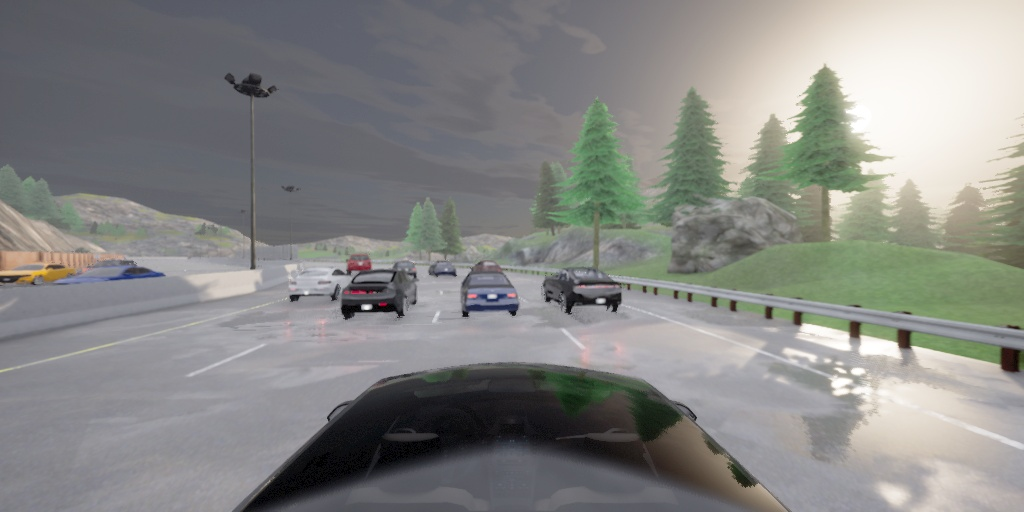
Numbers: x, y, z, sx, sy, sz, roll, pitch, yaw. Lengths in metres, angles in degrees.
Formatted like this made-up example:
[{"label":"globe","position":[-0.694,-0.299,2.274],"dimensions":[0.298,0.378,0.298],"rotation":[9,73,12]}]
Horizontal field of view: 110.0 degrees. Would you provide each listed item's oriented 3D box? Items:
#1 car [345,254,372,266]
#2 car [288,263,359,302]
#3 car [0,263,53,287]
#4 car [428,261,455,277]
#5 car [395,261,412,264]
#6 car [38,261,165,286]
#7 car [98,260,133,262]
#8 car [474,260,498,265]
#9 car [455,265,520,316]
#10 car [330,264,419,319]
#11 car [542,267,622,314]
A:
[{"label":"car","position":[-15.477,0.843,36.182],"dimensions":[2.150,2.045,5.566],"rotation":[0,0,-27]},{"label":"car","position":[-8.756,1.229,16.730],"dimensions":[1.812,1.442,4.674],"rotation":[0,0,-11]},{"label":"car","position":[-33.586,1.248,25.388],"dimensions":[1.882,1.535,5.008],"rotation":[0,0,-24]},{"label":"car","position":[-6.464,1.161,32.974],"dimensions":[1.994,1.385,4.181],"rotation":[0,0,-22]},{"label":"car","position":[-9.542,1.167,31.564],"dimensions":[2.033,1.411,5.357],"rotation":[0,0,-22]},{"label":"car","position":[-19.986,1.227,18.057],"dimensions":[1.882,1.535,5.008],"rotation":[0,0,-15]},{"label":"car","position":[-30.688,1.096,27.463],"dimensions":[2.097,1.767,4.553],"rotation":[0,0,-25]},{"label":"car","position":[-2.271,1.109,31.903],"dimensions":[1.812,1.442,4.674],"rotation":[0,0,-19]},{"label":"car","position":[-0.960,1.235,13.103],"dimensions":[2.033,1.411,5.357],"rotation":[0,0,-9]},{"label":"car","position":[-4.517,1.212,12.740],"dimensions":[1.837,1.490,4.892],"rotation":[0,0,-8]},{"label":"car","position":[2.414,1.161,13.441],"dimensions":[2.128,1.511,4.902],"rotation":[0,0,-8]}]
